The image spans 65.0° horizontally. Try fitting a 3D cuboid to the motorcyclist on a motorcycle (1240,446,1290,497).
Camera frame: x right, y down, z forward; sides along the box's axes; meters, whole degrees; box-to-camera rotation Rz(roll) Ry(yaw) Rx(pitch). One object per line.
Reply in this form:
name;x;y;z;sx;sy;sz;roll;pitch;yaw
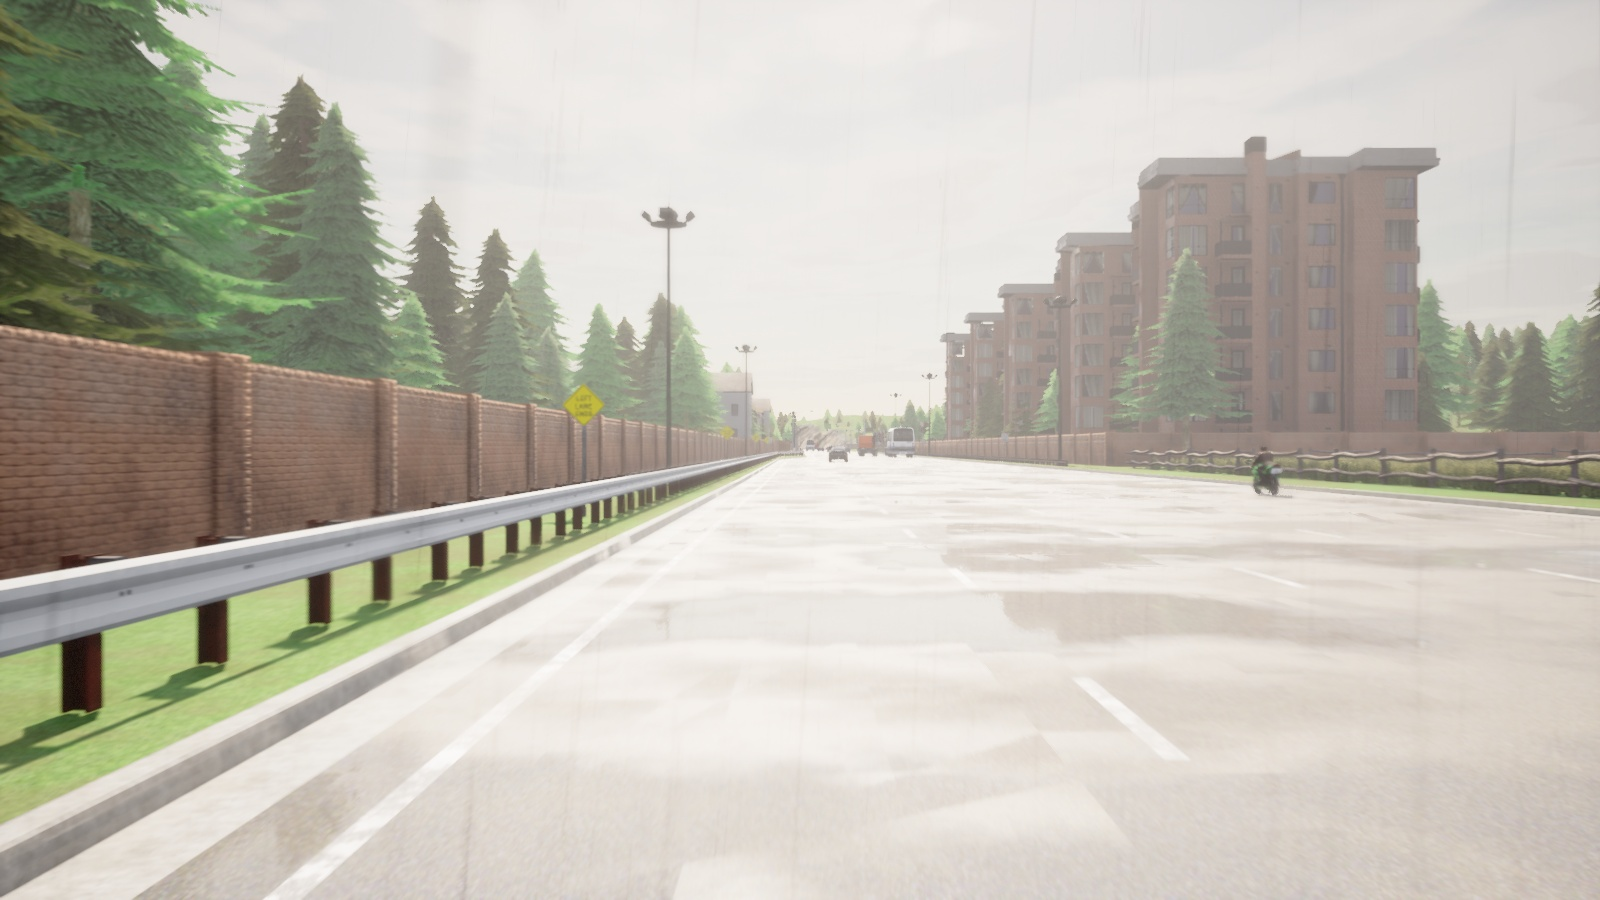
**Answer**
motorcyclist on a motorcycle;14.237;0.648;38.486;0.797;1.523;2.044;0;0;0
